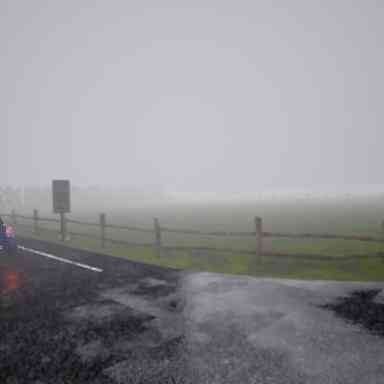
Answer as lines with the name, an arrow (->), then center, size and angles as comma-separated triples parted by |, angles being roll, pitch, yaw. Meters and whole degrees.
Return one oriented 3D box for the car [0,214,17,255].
car -> -8.739, 1.556, 13.285 | 2.097, 1.767, 4.553 | -1, 0, -44
